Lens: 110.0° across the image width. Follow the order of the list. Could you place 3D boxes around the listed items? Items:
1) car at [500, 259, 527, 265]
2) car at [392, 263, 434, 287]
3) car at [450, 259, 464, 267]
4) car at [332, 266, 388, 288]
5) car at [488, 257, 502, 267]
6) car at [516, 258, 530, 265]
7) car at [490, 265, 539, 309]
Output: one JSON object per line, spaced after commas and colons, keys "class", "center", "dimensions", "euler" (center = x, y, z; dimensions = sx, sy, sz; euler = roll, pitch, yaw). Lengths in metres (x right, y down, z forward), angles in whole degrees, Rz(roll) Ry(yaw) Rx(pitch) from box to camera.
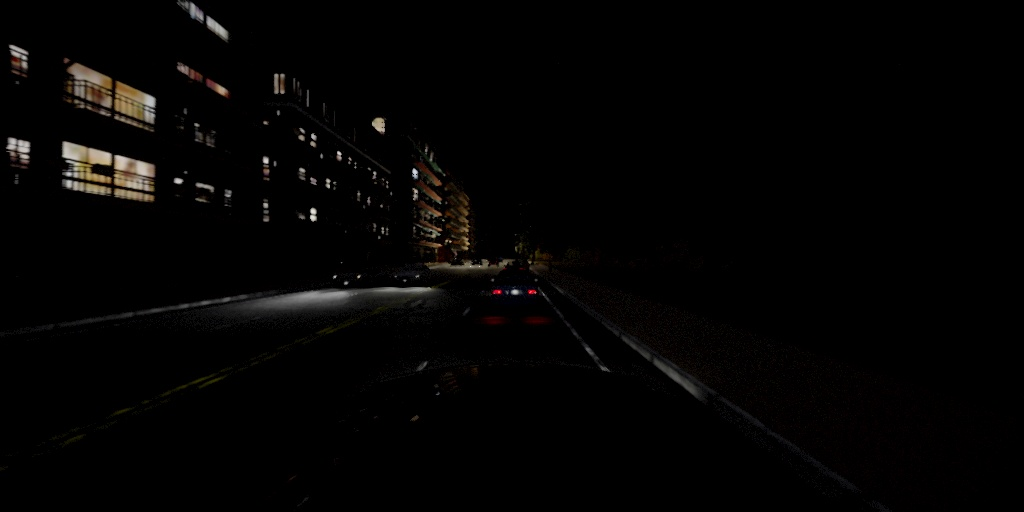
{"class": "car", "center": [0.113, 1.255, 33.520], "dimensions": [1.994, 1.385, 4.181], "euler": [0, 0, 0]}
{"class": "car", "center": [-6.587, 1.234, 24.375], "dimensions": [1.812, 1.442, 4.674], "euler": [0, 0, 0]}
{"class": "car", "center": [-9.741, 1.174, 64.350], "dimensions": [2.033, 1.411, 5.357], "euler": [0, 0, 0]}
{"class": "car", "center": [-9.839, 1.311, 23.507], "dimensions": [1.895, 1.301, 4.718], "euler": [0, 0, 0]}
{"class": "car", "center": [-3.232, 1.133, 63.026], "dimensions": [1.837, 1.490, 4.892], "euler": [0, 0, 0]}
{"class": "car", "center": [1.151, 1.017, 46.233], "dimensions": [2.097, 1.767, 4.553], "euler": [0, 0, 0]}
{"class": "car", "center": [0.101, 1.274, 14.737], "dimensions": [2.033, 1.411, 5.357], "euler": [0, 0, 0]}
